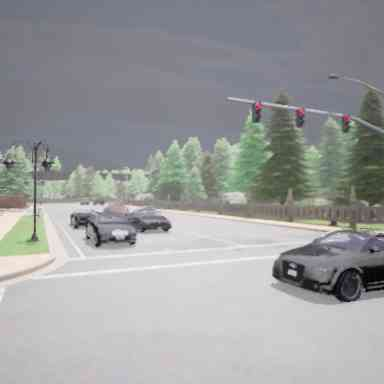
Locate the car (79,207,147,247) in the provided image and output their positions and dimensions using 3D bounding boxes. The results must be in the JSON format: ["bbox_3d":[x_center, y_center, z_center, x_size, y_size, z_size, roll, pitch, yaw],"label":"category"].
[{"bbox_3d":[-4.097,1.729,16.526,2.128,1.511,4.902,0,-1,-25],"label":"car"}]

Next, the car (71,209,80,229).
[{"bbox_3d":[-7.953,1.958,24.954,1.895,1.301,4.718,0,-1,-24],"label":"car"}]

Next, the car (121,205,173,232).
[{"bbox_3d":[-3.069,1.874,22.683,2.033,1.411,5.357,0,-1,-25],"label":"car"}]

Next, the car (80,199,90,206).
[{"bbox_3d":[-26.542,2.550,82.466,2.033,1.411,5.357,0,-1,-25],"label":"car"}]

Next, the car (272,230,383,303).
[{"bbox_3d":[4.159,1.691,8.468,4.181,1.385,1.994,0,-1,-23],"label":"car"}]

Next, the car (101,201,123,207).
[{"bbox_3d":[-7.138,1.930,31.636,1.882,1.535,5.008,0,-1,-24],"label":"car"}]

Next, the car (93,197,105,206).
[{"bbox_3d":[-23.571,2.304,84.386,2.150,2.045,5.566,0,-1,-25],"label":"car"}]
